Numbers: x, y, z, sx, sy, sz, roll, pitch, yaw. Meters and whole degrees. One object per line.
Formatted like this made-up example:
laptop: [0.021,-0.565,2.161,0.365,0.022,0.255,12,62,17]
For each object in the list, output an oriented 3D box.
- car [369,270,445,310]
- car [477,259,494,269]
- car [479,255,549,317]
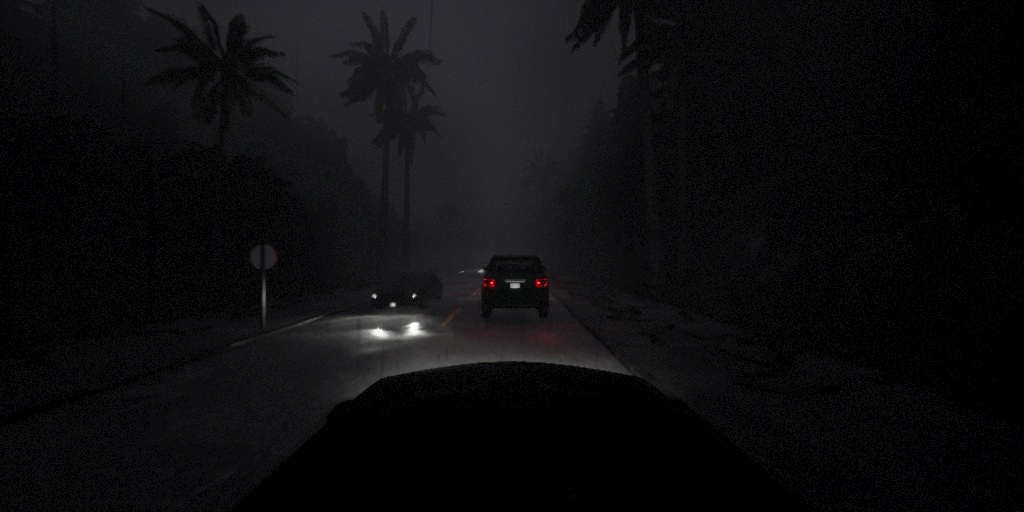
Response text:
car: [-4.099,1.298,15.011,2.033,1.411,5.357,0,0,0]
car: [-4.070,1.245,55.732,2.128,1.511,4.902,0,0,0]
car: [0.113,0.972,13.275,2.150,2.045,5.566,0,0,0]
